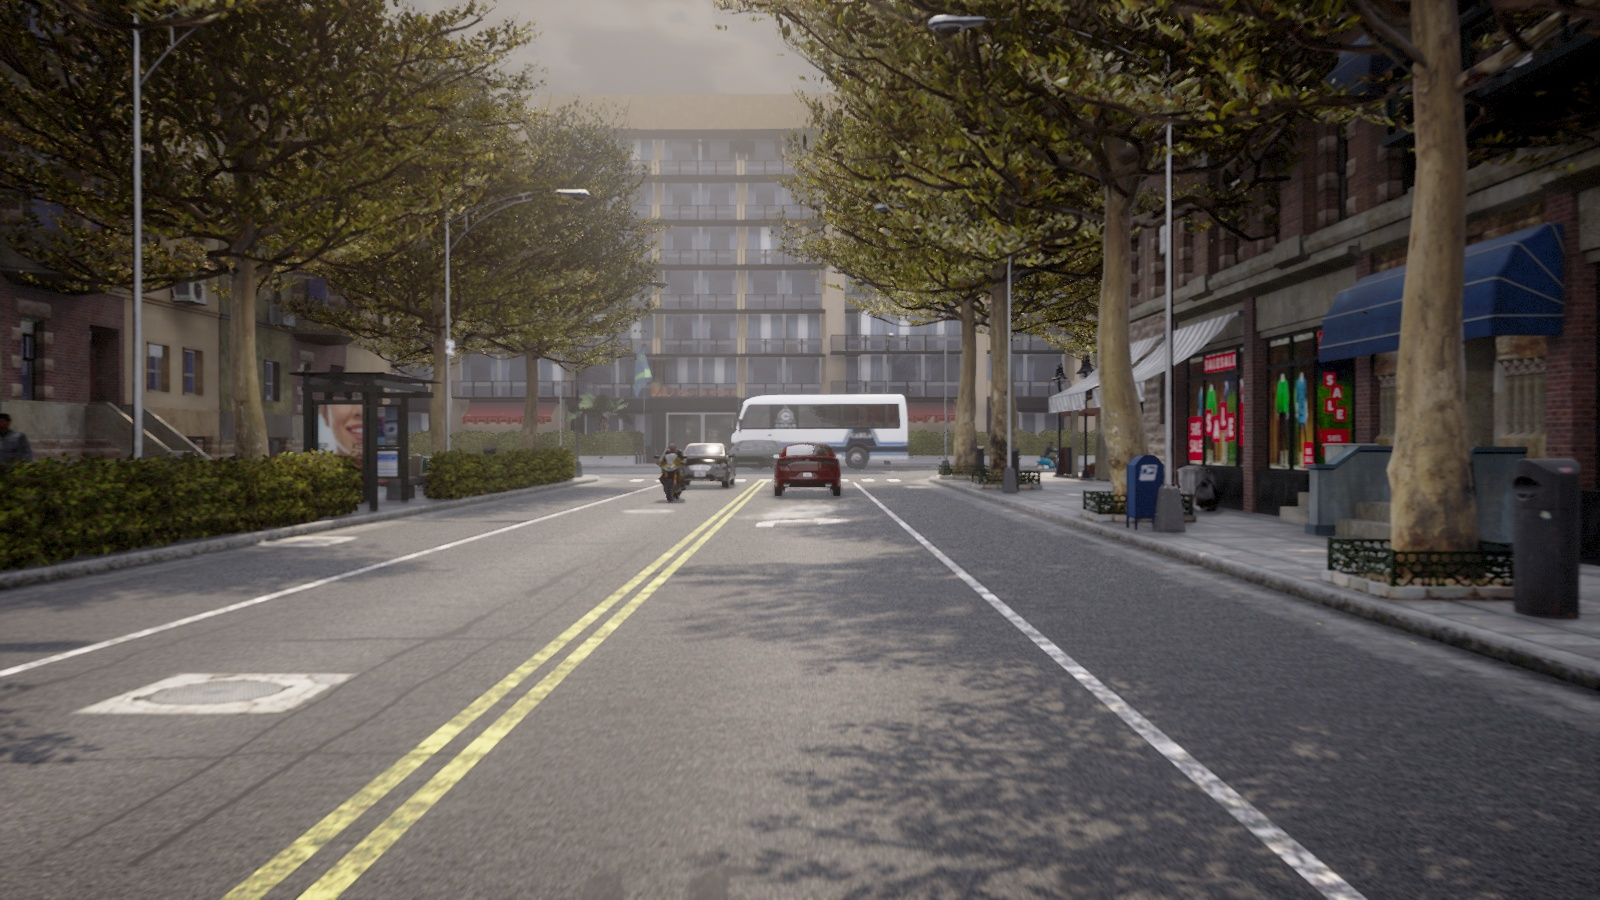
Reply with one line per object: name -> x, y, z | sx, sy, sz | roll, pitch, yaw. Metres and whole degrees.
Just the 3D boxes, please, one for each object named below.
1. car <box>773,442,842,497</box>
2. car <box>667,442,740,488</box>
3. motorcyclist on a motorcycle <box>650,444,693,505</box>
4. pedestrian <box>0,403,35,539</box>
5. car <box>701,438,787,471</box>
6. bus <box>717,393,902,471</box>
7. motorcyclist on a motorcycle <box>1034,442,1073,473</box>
car -> 0.226, 0.526, 37.186 | 1.882, 1.535, 5.008 | 0, 0, 0
car -> -3.239, 0.470, 43.107 | 2.128, 1.511, 4.902 | 0, 0, 0
motorcyclist on a motorcycle -> -3.293, 0.606, 32.420 | 0.866, 1.530, 2.191 | 0, 0, 1
pedestrian -> -11.645, 0.296, 18.370 | 0.423, 1.949, 0.788 | 0, 0, 1
car -> -2.996, 0.238, 68.200 | 4.553, 1.767, 2.097 | 0, 0, 0
bus -> 0.532, -1.012, 71.662 | 10.273, 4.253, 3.944 | 0, 0, 0
motorcyclist on a motorcycle -> 13.058, 0.365, 64.678 | 1.817, 1.590, 0.866 | 0, 0, 0
